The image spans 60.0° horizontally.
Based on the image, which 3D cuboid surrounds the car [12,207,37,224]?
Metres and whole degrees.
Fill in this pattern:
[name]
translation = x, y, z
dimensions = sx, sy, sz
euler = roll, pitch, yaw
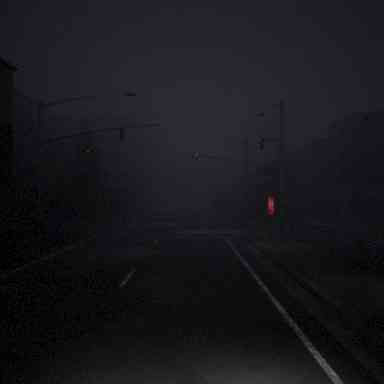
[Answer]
[car]
translation = -16.138, 1.980, 28.847
dimensions = 5.357, 1.411, 2.033
euler = 0, -1, 0
